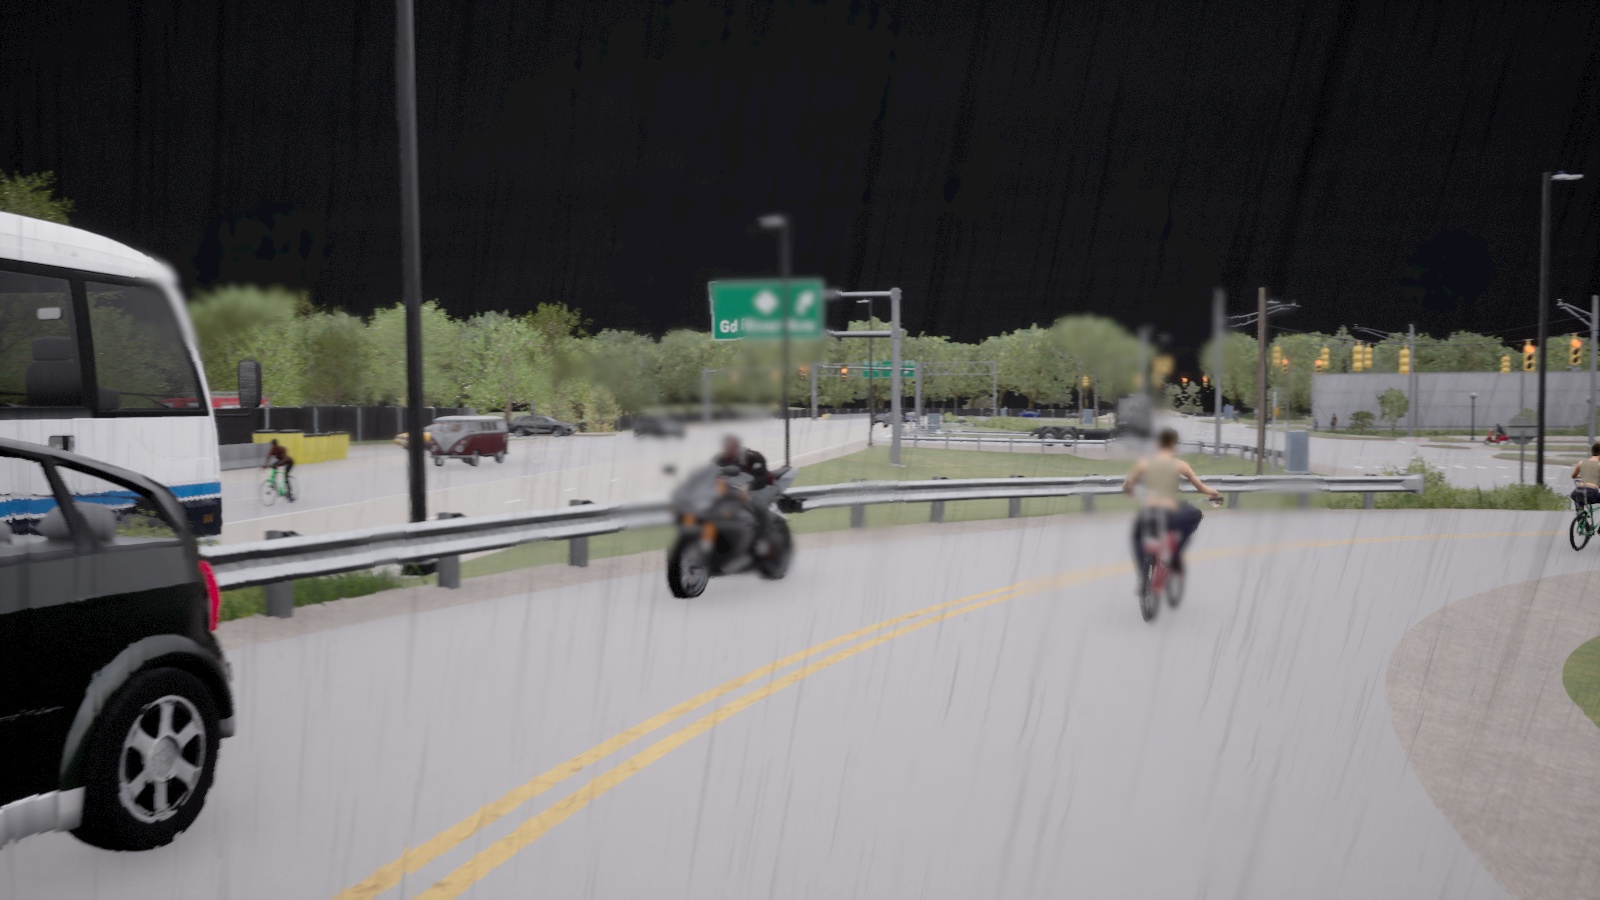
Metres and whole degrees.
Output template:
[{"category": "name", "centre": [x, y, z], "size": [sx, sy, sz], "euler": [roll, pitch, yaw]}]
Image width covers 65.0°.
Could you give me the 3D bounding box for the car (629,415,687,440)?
[{"category": "car", "centre": [-9.502, -1.510, 83.895], "size": [1.851, 1.617, 3.988], "euler": [-2, 3, -42]}]

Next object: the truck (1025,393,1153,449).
[{"category": "truck", "centre": [18.790, -1.910, 82.120], "size": [7.936, 3.462, 2.891], "euler": [1, 2, 10]}]

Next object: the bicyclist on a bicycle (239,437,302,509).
[{"category": "bicyclist on a bicycle", "centre": [-12.727, 0.534, 30.219], "size": [0.582, 1.620, 1.656], "euler": [0, 2, 8]}]

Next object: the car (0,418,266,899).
[{"category": "car", "centre": [-3.347, 0.682, 3.322], "size": [1.789, 1.549, 3.705], "euler": [0, 1, 11]}]

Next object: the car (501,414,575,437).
[{"category": "car", "centre": [-19.012, -1.776, 91.306], "size": [4.856, 1.649, 2.033], "euler": [0, 2, 8]}]

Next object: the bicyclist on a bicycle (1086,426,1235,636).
[{"category": "bicyclist on a bicycle", "centre": [3.080, 0.623, 10.632], "size": [0.866, 1.612, 1.509], "euler": [3, 1, 28]}]

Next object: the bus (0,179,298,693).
[{"category": "bus", "centre": [-8.668, -0.090, 10.025], "size": [3.944, 4.253, 10.273], "euler": [0, 2, 9]}]

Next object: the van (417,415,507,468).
[{"category": "van", "centre": [-13.333, -0.385, 49.832], "size": [1.775, 1.987, 4.442], "euler": [0, 2, 8]}]

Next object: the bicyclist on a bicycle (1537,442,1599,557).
[{"category": "bicyclist on a bicycle", "centre": [11.916, 0.724, 18.787], "size": [1.509, 1.612, 0.866], "euler": [1, 3, -33]}]

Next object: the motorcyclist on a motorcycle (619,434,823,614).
[{"category": "motorcyclist on a motorcycle", "centre": [-0.693, 0.629, 11.972], "size": [0.866, 1.530, 2.191], "euler": [2, 1, 29]}]

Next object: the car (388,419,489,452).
[{"category": "car", "centre": [-18.400, -0.776, 64.179], "size": [1.801, 1.575, 5.366], "euler": [1, 2, 27]}]

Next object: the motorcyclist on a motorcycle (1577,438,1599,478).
[{"category": "motorcyclist on a motorcycle", "centre": [32.766, 0.314, 51.514], "size": [0.866, 1.590, 1.817], "euler": [0, 2, 8]}]
